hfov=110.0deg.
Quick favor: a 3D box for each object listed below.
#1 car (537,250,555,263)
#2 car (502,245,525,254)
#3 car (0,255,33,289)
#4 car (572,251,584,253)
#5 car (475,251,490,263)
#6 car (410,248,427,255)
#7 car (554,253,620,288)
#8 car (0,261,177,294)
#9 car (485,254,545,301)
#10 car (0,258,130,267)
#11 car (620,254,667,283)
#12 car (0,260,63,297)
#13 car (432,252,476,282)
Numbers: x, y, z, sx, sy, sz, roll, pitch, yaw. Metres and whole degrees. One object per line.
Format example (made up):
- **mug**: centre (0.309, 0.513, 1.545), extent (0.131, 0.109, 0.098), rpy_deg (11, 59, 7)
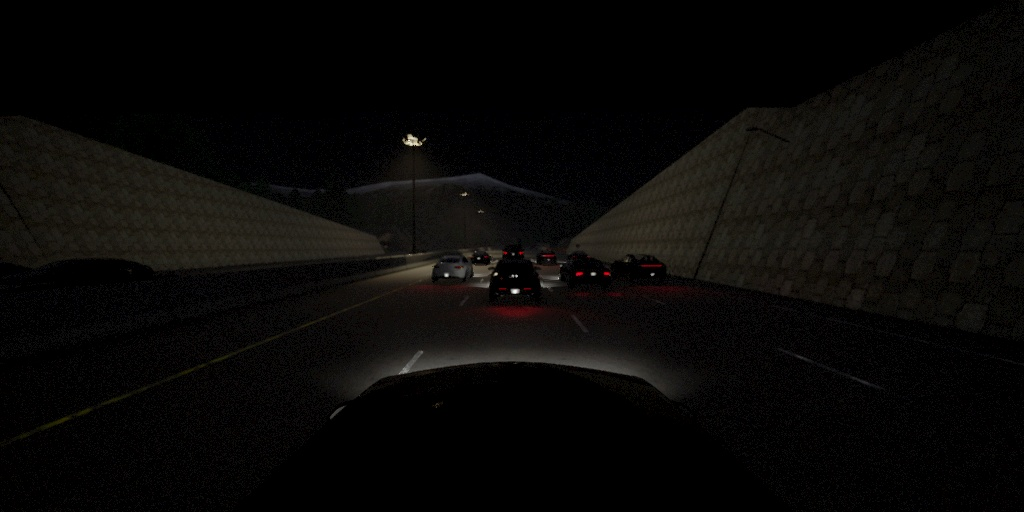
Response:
- **car**: centre (3.630, 0.101, 38.076), extent (2.128, 1.511, 4.902), rpy_deg (0, 2, 0)
- **car**: centre (0.130, -0.155, 37.615), extent (2.150, 2.045, 5.566), rpy_deg (0, 2, 0)
- **car**: centre (-24.589, 0.805, 15.182), extent (1.882, 1.535, 5.008), rpy_deg (0, 2, 0)
- **car**: centre (7.131, 0.164, 38.370), extent (1.994, 1.385, 4.181), rpy_deg (0, 2, 0)
- **car**: centre (-3.370, 0.160, 38.502), extent (1.994, 1.385, 4.181), rpy_deg (0, 2, 0)
- **car**: centre (-13.957, -0.444, 53.912), extent (1.812, 1.442, 4.674), rpy_deg (0, 2, 0)
- **car**: centre (3.614, 0.773, 18.408), extent (2.033, 1.411, 5.357), rpy_deg (0, 2, 0)
- **car**: centre (-14.092, 1.032, 11.853), extent (1.895, 1.301, 4.718), rpy_deg (0, 2, 0)
- **car**: centre (0.110, 0.854, 14.492), extent (1.837, 1.490, 4.892), rpy_deg (0, 2, 0)
- **car**: centre (-17.589, 0.848, 14.659), extent (1.837, 1.490, 4.892), rpy_deg (0, 2, 0)
- **car**: centre (7.115, 0.650, 20.563), extent (2.128, 1.511, 4.902), rpy_deg (0, 2, 0)
- **car**: centre (-21.089, 0.931, 13.915), extent (1.994, 1.385, 4.181), rpy_deg (0, 2, 0)
- **car**: centre (-3.384, 0.675, 20.853), extent (1.812, 1.442, 4.674), rpy_deg (0, 2, 0)
